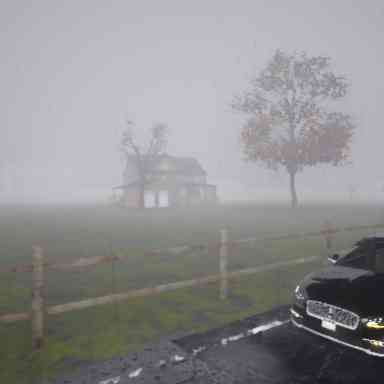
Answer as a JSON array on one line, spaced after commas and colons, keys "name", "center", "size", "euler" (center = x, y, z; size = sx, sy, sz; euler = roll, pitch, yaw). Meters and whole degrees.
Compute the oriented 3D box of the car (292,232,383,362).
[{"name": "car", "center": [3.764, 1.498, 5.783], "size": [4.892, 1.490, 1.837], "euler": [0, 0, -36]}]
